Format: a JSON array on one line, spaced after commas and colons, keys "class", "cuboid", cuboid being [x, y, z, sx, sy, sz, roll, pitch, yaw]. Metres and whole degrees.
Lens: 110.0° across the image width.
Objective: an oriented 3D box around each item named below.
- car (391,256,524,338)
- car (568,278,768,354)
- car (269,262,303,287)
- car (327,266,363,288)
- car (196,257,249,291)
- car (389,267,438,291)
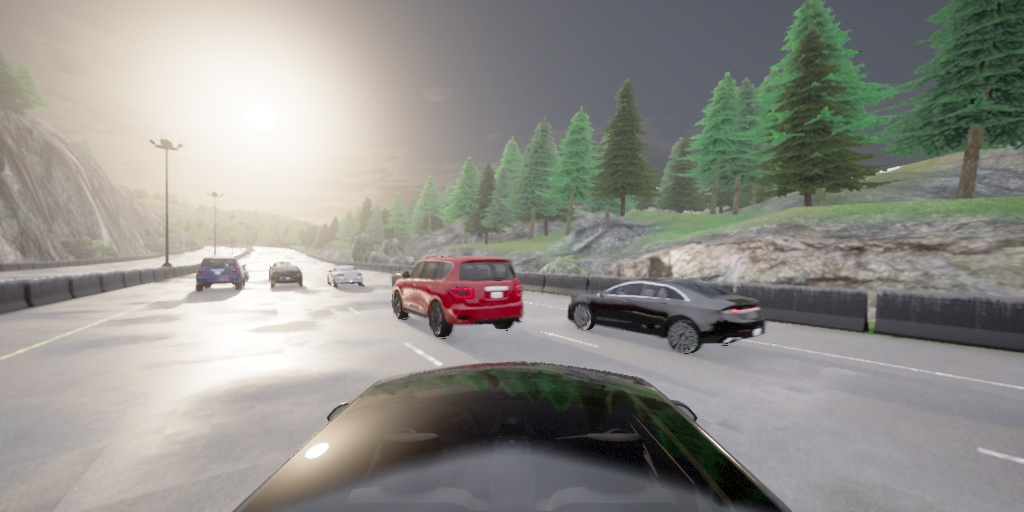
[{"class": "car", "cuboid": [-1.864, 1.035, 10.788, 2.150, 2.045, 5.566, 0, 0, -34]}, {"class": "car", "cuboid": [3.500, 1.304, 9.099, 2.128, 1.511, 4.902, 0, -1, -34]}, {"class": "car", "cuboid": [-16.327, 1.373, 25.934, 1.882, 1.535, 5.008, 0, -1, -34]}, {"class": "car", "cuboid": [-12.052, 1.430, 25.856, 1.812, 1.442, 4.674, 0, -1, -34]}, {"class": "car", "cuboid": [-18.778, 1.093, 23.292, 2.150, 2.045, 5.566, 0, 0, -34]}, {"class": "car", "cuboid": [-6.765, 1.468, 24.285, 1.994, 1.385, 4.181, 0, -1, -34]}]
